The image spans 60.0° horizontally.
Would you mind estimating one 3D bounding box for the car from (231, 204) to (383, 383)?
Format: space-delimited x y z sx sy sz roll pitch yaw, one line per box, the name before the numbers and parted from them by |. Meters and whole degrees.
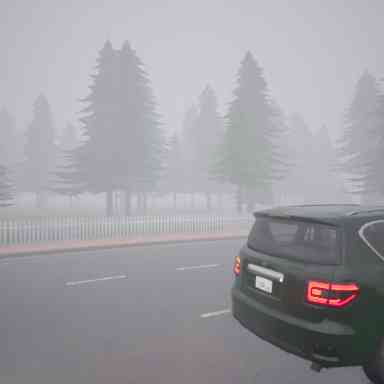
car | 3.259 1.221 5.321 5.566 2.045 2.150 0 0 -28
